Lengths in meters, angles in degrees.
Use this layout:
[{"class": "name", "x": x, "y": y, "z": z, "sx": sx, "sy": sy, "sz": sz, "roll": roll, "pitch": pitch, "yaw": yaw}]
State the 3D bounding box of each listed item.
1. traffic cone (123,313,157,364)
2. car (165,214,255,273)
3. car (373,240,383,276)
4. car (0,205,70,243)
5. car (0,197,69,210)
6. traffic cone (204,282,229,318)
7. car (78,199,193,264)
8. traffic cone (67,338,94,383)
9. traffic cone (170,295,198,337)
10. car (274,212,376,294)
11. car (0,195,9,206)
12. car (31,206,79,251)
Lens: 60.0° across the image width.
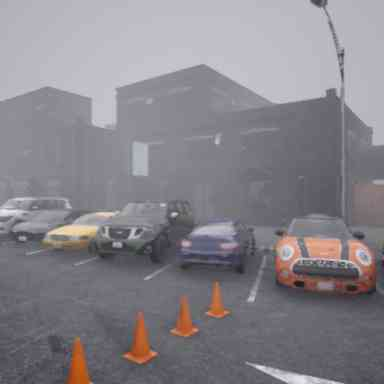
[{"class": "traffic cone", "x": -0.716, "y": 1.973, "z": 4.608, "sx": 0.340, "sy": 0.580, "sz": 0.340, "roll": 0, "pitch": 0, "yaw": 36}, {"class": "car", "x": 0.950, "y": 1.570, "z": 10.805, "sx": 2.002, "sy": 1.452, "sz": 4.674, "roll": 0, "pitch": -1, "yaw": 16}, {"class": "car", "x": 5.819, "y": 1.401, "z": 7.302, "sx": 2.185, "sy": 1.767, "sz": 4.553, "roll": 1, "pitch": -1, "yaw": 16}, {"class": "car", "x": -6.329, "y": 1.571, "z": 16.086, "sx": 2.163, "sy": 1.488, "sz": 4.792, "roll": 1, "pitch": -1, "yaw": 16}, {"class": "car", "x": -8.750, "y": 1.296, "z": 17.862, "sx": 2.435, "sy": 2.045, "sz": 5.566, "roll": 1, "pitch": -1, "yaw": 16}, {"class": "traffic cone", "x": 0.458, "y": 1.981, "z": 6.227, "sx": 0.340, "sy": 0.580, "sz": 0.340, "roll": 0, "pitch": 0, "yaw": 36}, {"class": "car", "x": -1.459, "y": 1.282, "z": 12.556, "sx": 2.435, "sy": 2.045, "sz": 5.566, "roll": 1, "pitch": -1, "yaw": 16}, {"class": "traffic cone", "x": -1.304, "y": 1.968, "z": 3.799, "sx": 0.340, "sy": 0.580, "sz": 0.340, "roll": 0, "pitch": 0, "yaw": 36}, {"class": "traffic cone", "x": -0.129, "y": 1.977, "z": 5.417, "sx": 0.340, "sy": 0.580, "sz": 0.340, "roll": 0, "pitch": 0, "yaw": 36}, {"class": "car", "x": 3.393, "y": 1.403, "z": 9.070, "sx": 2.185, "sy": 1.767, "sz": 4.553, "roll": 1, "pitch": -1, "yaw": 16}, {"class": "car", "x": -37.512, "y": 1.544, "z": 62.104, "sx": 5.566, "sy": 2.045, "sz": 2.435, "roll": 1, "pitch": 0, "yaw": 15}, {"class": "car", "x": -3.945, "y": 1.531, "z": 14.166, "sx": 1.946, "sy": 1.575, "sz": 5.366, "roll": 1, "pitch": -1, "yaw": 16}]
